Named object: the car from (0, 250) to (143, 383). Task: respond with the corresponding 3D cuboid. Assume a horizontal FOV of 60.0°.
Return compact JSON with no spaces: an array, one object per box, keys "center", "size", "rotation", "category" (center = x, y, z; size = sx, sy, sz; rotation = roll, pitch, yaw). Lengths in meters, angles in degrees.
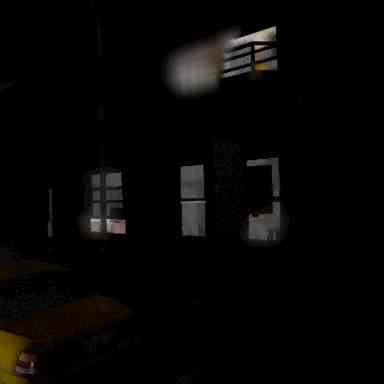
[{"center":[-2.862,1.527,4.788],"size":[4.829,1.417,1.752],"rotation":[0,-2,36],"category":"car"}]
